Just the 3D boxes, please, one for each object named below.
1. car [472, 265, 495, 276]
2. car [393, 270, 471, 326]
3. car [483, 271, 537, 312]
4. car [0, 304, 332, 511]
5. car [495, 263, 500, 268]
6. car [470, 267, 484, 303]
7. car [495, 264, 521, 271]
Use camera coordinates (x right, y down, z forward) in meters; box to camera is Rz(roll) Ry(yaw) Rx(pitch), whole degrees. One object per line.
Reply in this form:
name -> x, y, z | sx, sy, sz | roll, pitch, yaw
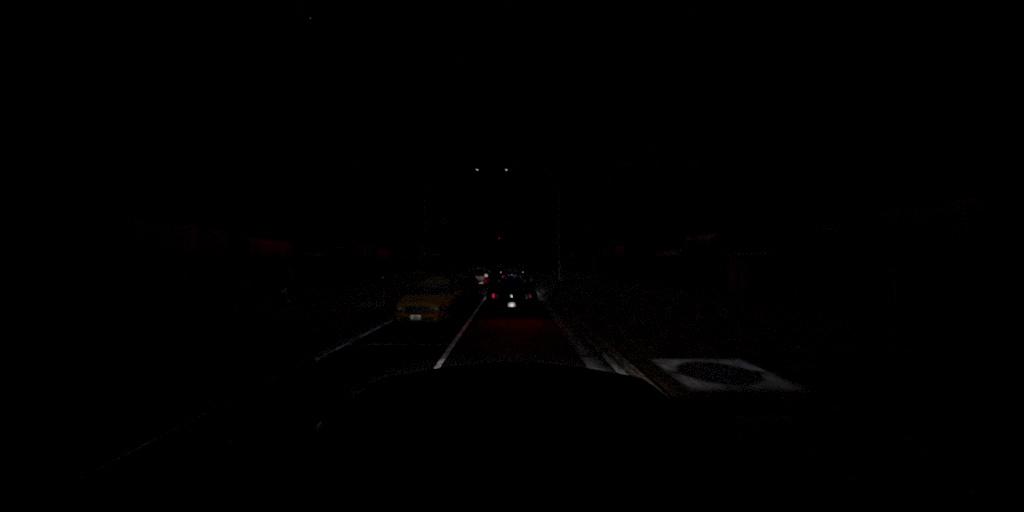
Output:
car -> -2.666, 1.482, 28.549 | 1.967, 1.591, 4.097 | 0, 0, 0
car -> -2.648, 1.387, 12.241 | 1.751, 1.417, 4.829 | 0, 0, 0
car -> 0.005, 1.493, 15.120 | 1.895, 1.301, 4.718 | 0, -1, 0
car -> -2.637, 1.189, 1.652 | 1.967, 1.591, 4.097 | 0, 0, 0
car -> -2.678, 1.734, 39.308 | 1.948, 1.339, 4.313 | 0, 0, 0
car -> -2.654, 1.466, 17.790 | 1.888, 1.381, 4.507 | 0, 0, 0
car -> -0.020, 1.600, 29.405 | 2.033, 1.411, 5.357 | 0, -1, 0
